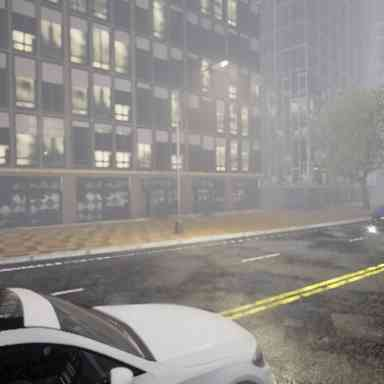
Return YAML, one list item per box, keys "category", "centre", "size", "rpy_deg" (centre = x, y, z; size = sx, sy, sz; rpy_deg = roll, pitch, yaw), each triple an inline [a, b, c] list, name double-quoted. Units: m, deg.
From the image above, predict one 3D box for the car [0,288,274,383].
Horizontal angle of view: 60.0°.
- category: "car"
  centre: [-1.419, 1.531, 2.500]
  size: [4.674, 1.442, 1.812]
  rpy_deg: [0, 0, -36]

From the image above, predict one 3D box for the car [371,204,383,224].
- category: "car"
  centre: [14.832, 1.508, 24.283]
  size: [5.008, 1.535, 1.882]
  rpy_deg: [0, 0, -42]
